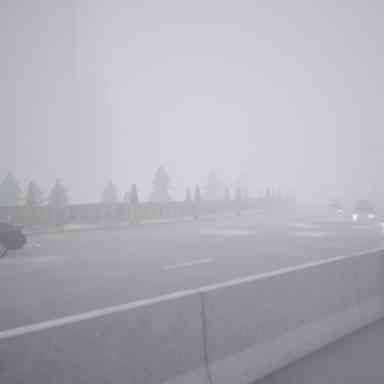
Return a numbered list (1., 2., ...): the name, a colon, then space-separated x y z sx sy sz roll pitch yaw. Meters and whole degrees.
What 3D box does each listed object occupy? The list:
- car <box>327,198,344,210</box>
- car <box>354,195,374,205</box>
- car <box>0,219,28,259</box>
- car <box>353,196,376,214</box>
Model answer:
1. car: 19.323 1.561 44.875 1.882 1.535 5.008 0 -1 24
2. car: 32.426 1.485 62.802 2.097 1.767 4.553 -1 0 12
3. car: -8.237 1.565 11.136 4.892 1.490 1.837 0 0 -36
4. car: 18.552 1.530 35.765 1.837 1.490 4.892 0 0 29
